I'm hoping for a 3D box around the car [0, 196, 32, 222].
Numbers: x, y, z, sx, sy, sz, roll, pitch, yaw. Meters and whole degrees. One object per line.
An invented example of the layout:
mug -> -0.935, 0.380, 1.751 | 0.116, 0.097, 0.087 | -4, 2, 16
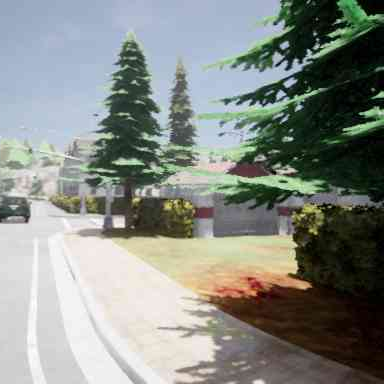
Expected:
car -> -14.979, 1.391, 28.304 | 2.150, 2.045, 5.566 | 1, -1, -25
